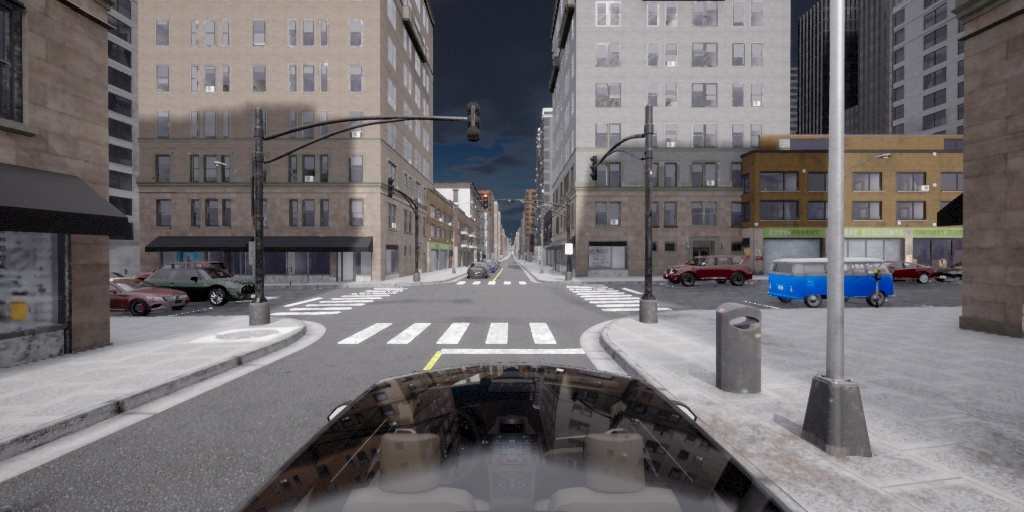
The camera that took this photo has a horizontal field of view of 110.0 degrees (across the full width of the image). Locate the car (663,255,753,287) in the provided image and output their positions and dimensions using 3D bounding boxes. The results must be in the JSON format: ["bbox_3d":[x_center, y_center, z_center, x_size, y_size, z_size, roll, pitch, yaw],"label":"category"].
[{"bbox_3d":[12.111,0.872,22.243,5.009,1.841,2.192,0,0,0],"label":"car"}]

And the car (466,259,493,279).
[{"bbox_3d":[-3.071,1.259,33.344,1.837,1.490,4.892,0,0,0],"label":"car"}]

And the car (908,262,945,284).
[{"bbox_3d":[23.328,0.965,22.263,4.507,1.381,1.888,0,0,0],"label":"car"}]

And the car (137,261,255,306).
[{"bbox_3d":[-14.000,1.269,16.312,4.553,1.767,2.097,-1,0,0],"label":"car"}]

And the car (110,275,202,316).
[{"bbox_3d":[-14.810,1.527,13.670,4.207,1.307,1.802,0,0,0],"label":"car"}]

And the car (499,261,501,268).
[{"bbox_3d":[-3.049,1.283,53.651,1.837,1.490,4.892,0,0,0],"label":"car"}]

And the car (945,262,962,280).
[{"bbox_3d":[28.938,0.916,22.273,4.313,1.339,1.948,0,0,0],"label":"car"}]

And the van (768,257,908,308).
[{"bbox_3d":[12.127,0.957,13.718,3.998,1.789,1.690,0,0,0],"label":"van"}]

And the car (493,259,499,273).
[{"bbox_3d":[-3.059,1.116,43.503,2.097,1.767,4.553,0,0,0],"label":"car"}]

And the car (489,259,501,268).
[{"bbox_3d":[-2.998,1.300,63.978,1.837,1.490,4.892,0,0,0],"label":"car"}]

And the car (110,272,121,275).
[{"bbox_3d":[-26.005,1.551,22.176,4.829,1.417,1.751,0,0,0],"label":"car"}]
